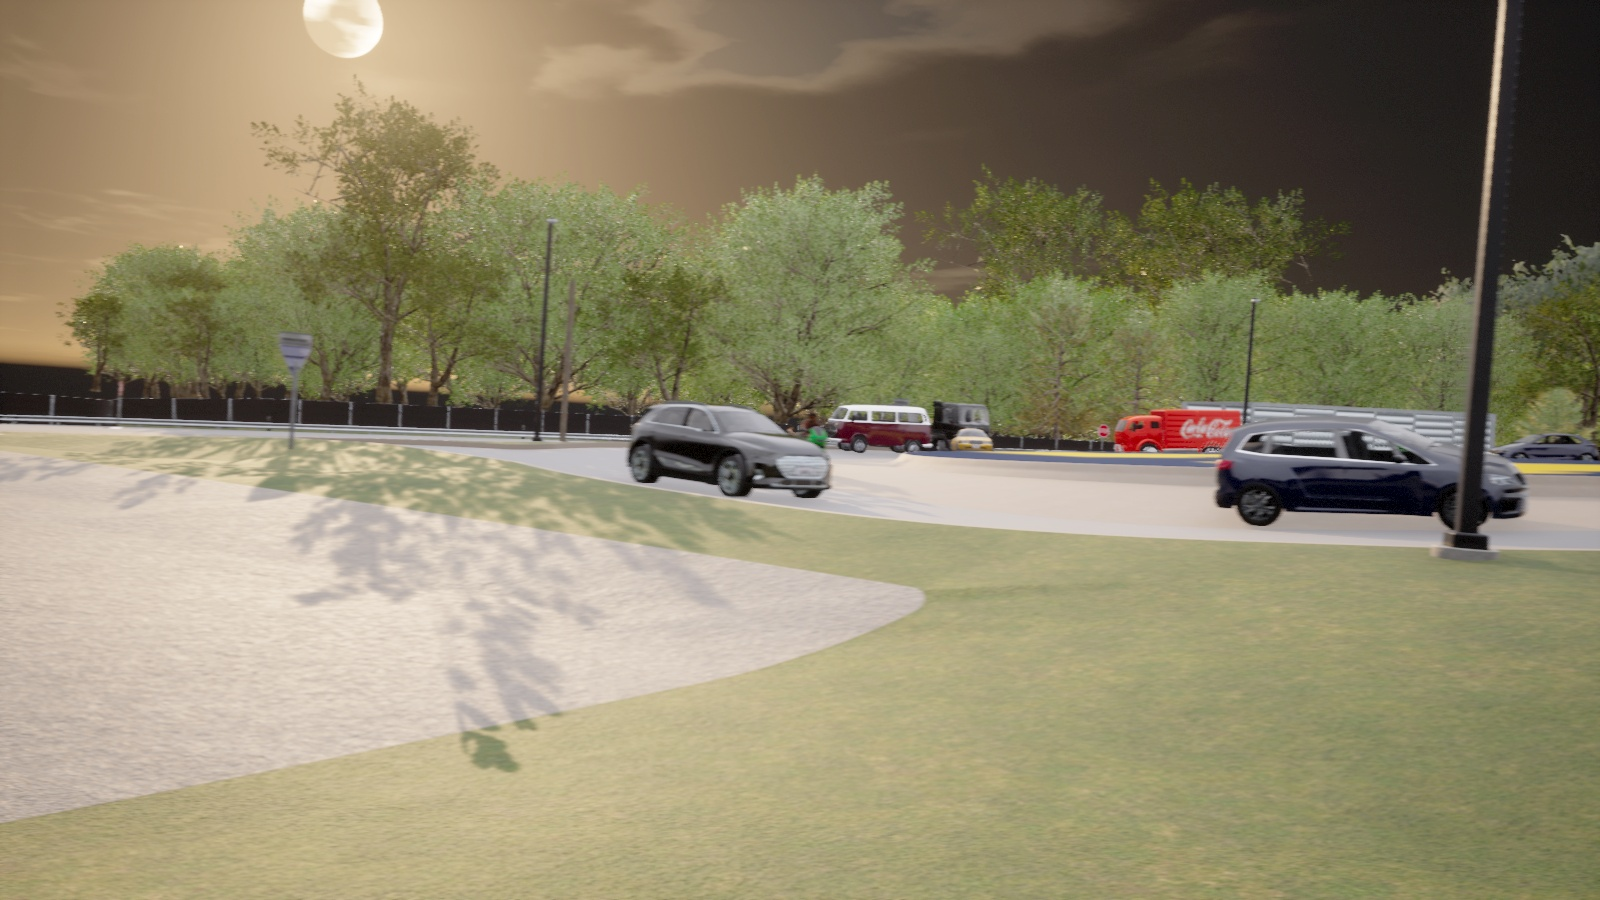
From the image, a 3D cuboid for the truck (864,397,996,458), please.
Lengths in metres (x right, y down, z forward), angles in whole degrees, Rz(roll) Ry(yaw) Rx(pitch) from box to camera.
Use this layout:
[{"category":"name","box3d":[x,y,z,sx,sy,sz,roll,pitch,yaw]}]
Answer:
[{"category":"truck","box3d":[7.691,-1.380,75.262,2.891,3.462,7.936,-1,2,-42]}]

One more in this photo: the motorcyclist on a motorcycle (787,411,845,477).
[{"category":"motorcyclist on a motorcycle","box3d":[0.368,-0.180,30.450,0.797,1.523,2.044,-1,2,-18]}]

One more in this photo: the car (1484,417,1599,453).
[{"category":"car","box3d":[32.006,-0.660,53.977,4.193,1.474,1.816,-1,1,3]}]

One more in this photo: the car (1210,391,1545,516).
[{"category":"car","box3d":[9.328,0.035,20.353,4.611,1.667,2.242,-1,6,33]}]

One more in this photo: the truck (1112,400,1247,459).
[{"category":"truck","box3d":[16.865,-0.933,56.034,5.204,2.467,2.627,-1,2,-2]}]

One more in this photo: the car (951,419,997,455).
[{"category":"car","box3d":[8.774,-0.617,63.556,1.801,1.575,5.366,1,-2,3]}]

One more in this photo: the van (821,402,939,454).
[{"category":"van","box3d":[3.375,-0.952,53.176,4.480,2.038,2.069,1,2,-19]}]

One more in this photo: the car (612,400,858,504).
[{"category":"car","box3d":[-1.331,-0.023,23.468,2.033,1.649,4.856,1,2,-39]}]
